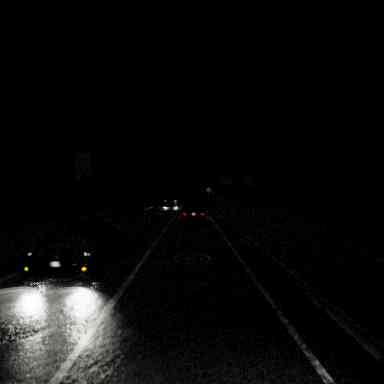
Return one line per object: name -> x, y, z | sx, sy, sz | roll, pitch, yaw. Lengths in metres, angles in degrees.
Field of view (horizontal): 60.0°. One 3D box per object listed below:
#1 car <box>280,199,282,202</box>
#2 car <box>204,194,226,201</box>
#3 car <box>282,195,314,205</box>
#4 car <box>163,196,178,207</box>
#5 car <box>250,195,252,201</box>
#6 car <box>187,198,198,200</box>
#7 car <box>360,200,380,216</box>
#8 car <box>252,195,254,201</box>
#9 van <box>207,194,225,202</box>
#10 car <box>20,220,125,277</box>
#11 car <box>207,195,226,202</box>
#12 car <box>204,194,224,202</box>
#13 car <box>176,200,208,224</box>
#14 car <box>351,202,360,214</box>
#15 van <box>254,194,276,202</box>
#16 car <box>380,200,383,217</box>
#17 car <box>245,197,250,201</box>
car -> 18.686, 1.540, 61.320 | 4.674, 1.452, 2.002 | 0, 0, 0
car -> 6.092, 1.659, 82.661 | 5.366, 1.575, 1.946 | 0, -1, 0
car -> 18.757, 1.371, 58.150 | 4.553, 1.767, 2.185 | 0, 0, 0
car -> -3.323, 1.399, 52.792 | 2.097, 1.767, 4.553 | 0, 0, 0
car -> 18.692, 1.756, 87.569 | 5.366, 1.575, 1.946 | 0, -1, 0
car -> 0.101, 1.531, 42.879 | 2.128, 1.511, 4.902 | 0, 0, 0
car -> 18.700, 1.481, 30.538 | 4.892, 1.521, 2.231 | 0, 0, 0
car -> 18.713, 1.702, 84.908 | 5.366, 1.575, 1.946 | 0, -1, 0
van -> 6.345, 1.554, 88.622 | 4.442, 1.987, 1.878 | 0, -1, 0
car -> -3.349, 1.573, 10.115 | 1.994, 1.385, 4.181 | 0, 0, 0
car -> 6.285, 1.588, 85.582 | 4.553, 1.767, 2.185 | 0, -1, 0
car -> 6.201, 1.684, 94.812 | 5.566, 2.045, 2.435 | 0, -2, -1
car -> 0.100, 1.571, 25.319 | 2.033, 1.411, 5.357 | 0, 0, 0
car -> 18.705, 1.522, 33.814 | 4.674, 1.452, 2.002 | 0, 0, 0
van -> 18.433, 1.429, 82.116 | 4.442, 1.987, 1.878 | 0, -1, 0
car -> 18.709, 1.478, 27.264 | 5.008, 1.535, 2.097 | 0, 0, 0
car -> 18.432, 1.643, 93.288 | 5.566, 2.045, 2.435 | 0, -2, -1
